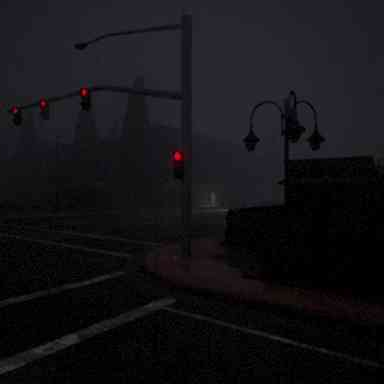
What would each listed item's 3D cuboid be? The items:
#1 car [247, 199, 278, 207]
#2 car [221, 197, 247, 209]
[{"bbox_3d":[9.466,1.525,43.297,1.895,1.301,4.718,0,0,37],"label":"car"},{"bbox_3d":[5.679,1.400,44.097,2.128,1.511,4.902,0,0,37],"label":"car"}]
